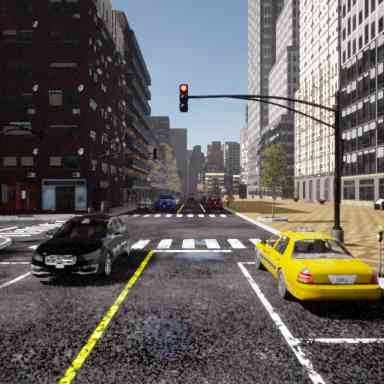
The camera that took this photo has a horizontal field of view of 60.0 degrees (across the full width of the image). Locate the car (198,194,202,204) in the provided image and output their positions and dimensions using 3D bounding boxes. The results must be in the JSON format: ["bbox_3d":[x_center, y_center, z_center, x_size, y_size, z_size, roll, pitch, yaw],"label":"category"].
[{"bbox_3d":[2.659,1.363,62.598,2.192,1.841,5.009,0,0,0],"label":"car"}]

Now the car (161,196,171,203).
[{"bbox_3d":[-5.724,1.650,73.649,1.802,1.307,4.206,0,0,0],"label":"car"}]

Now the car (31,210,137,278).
[{"bbox_3d":[-3.106,1.503,10.246,1.837,1.490,4.892,0,0,0],"label":"car"}]

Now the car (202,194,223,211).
[{"bbox_3d":[2.669,1.333,40.493,2.192,1.841,5.009,0,0,0],"label":"car"}]

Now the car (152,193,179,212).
[{"bbox_3d":[-3.121,1.232,40.085,2.150,2.045,5.566,0,1,0],"label":"car"}]

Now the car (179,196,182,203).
[{"bbox_3d":[-3.106,1.562,55.999,1.812,1.442,4.674,0,0,0],"label":"car"}]

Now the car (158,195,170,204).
[{"bbox_3d":[-5.723,1.498,68.122,1.967,1.590,4.097,0,0,0],"label":"car"}]

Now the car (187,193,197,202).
[{"bbox_3d":[-0.032,1.218,79.716,2.150,2.045,5.566,0,0,0],"label":"car"}]

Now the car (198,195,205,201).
[{"bbox_3d":[2.649,1.627,90.402,1.752,1.417,4.829,0,0,0],"label":"car"}]

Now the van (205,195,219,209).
[{"bbox_3d":[2.666,1.365,46.019,1.690,1.788,3.998,0,0,0],"label":"van"}]

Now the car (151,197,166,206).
[{"bbox_3d":[-5.717,1.589,57.069,2.008,1.369,4.403,0,0,0],"label":"car"}]

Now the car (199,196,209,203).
[{"bbox_3d":[2.656,1.612,73.652,1.887,1.381,4.507,0,0,0],"label":"car"}]

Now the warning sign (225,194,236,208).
[{"bbox_3d":[5.054,1.136,43.750,1.300,1.860,1.060,0,0,0],"label":"warning sign"}]

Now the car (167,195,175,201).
[{"bbox_3d":[-5.731,1.626,90.059,1.752,1.417,4.829,0,0,0],"label":"car"}]

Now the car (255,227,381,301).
[{"bbox_3d":[2.683,1.526,8.250,1.752,1.417,4.829,0,0,0],"label":"car"}]

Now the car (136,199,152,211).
[{"bbox_3d":[-5.710,1.568,40.489,2.008,1.369,4.403,0,0,0],"label":"car"}]

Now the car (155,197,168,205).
[{"bbox_3d":[-5.720,1.593,62.595,1.887,1.381,4.507,0,0,0],"label":"car"}]

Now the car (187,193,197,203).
[{"bbox_3d":[-0.029,1.565,69.268,1.837,1.490,4.892,0,0,0],"label":"car"}]

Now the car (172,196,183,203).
[{"bbox_3d":[-3.030,1.580,70.569,2.128,1.511,4.902,0,0,0],"label":"car"}]

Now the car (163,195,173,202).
[{"bbox_3d":[-5.727,1.518,79.176,1.967,1.590,4.097,0,0,0],"label":"car"}]
